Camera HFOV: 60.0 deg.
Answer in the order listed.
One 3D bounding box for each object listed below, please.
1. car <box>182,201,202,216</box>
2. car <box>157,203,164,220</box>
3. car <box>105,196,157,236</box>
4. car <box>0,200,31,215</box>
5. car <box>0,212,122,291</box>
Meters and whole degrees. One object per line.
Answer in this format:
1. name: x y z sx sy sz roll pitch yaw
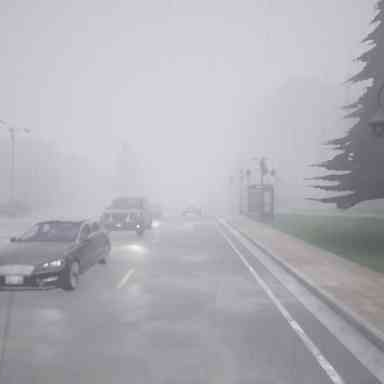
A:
1. car: 0.045 1.653 34.533 1.812 1.442 4.674 0 0 1
2. car: -3.535 1.672 29.269 1.994 1.385 4.181 0 0 0
3. car: -3.590 1.293 19.164 2.150 2.045 5.566 0 0 0
4. car: -17.452 1.496 32.641 1.845 1.501 3.633 0 0 0
5. car: -3.598 1.526 9.190 2.128 1.511 4.902 0 0 0
